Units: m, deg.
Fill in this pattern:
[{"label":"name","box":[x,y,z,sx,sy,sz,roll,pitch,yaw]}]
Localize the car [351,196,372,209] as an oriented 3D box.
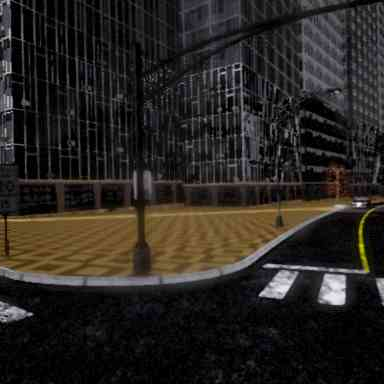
[{"label":"car","box":[20.956,1.281,41.111,2.128,1.511,4.902,-1,0,34]}]
